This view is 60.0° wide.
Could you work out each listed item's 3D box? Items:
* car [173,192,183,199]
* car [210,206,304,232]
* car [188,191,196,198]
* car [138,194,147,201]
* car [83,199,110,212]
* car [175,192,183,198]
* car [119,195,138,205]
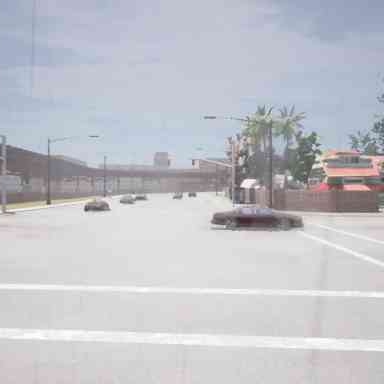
[{"bbox_3d":[-3.430,0.963,76.841,1.895,1.301,4.718,0,1,0],"label":"car"},{"bbox_3d":[3.789,1.532,19.795,5.357,1.411,2.033,0,0,13],"label":"car"},{"bbox_3d":[0.079,0.519,86.797,2.097,1.767,4.553,0,1,0],"label":"car"},{"bbox_3d":[-10.437,1.131,68.767,1.895,1.301,4.718,0,1,0],"label":"car"},{"bbox_3d":[-10.566,1.506,37.054,1.994,1.385,4.181,0,0,0],"label":"car"},{"bbox_3d":[-3.421,0.709,87.159,1.994,1.385,4.181,0,1,0],"label":"car"},{"bbox_3d":[-10.540,1.295,54.165,1.812,1.442,4.674,0,0,0],"label":"car"}]
